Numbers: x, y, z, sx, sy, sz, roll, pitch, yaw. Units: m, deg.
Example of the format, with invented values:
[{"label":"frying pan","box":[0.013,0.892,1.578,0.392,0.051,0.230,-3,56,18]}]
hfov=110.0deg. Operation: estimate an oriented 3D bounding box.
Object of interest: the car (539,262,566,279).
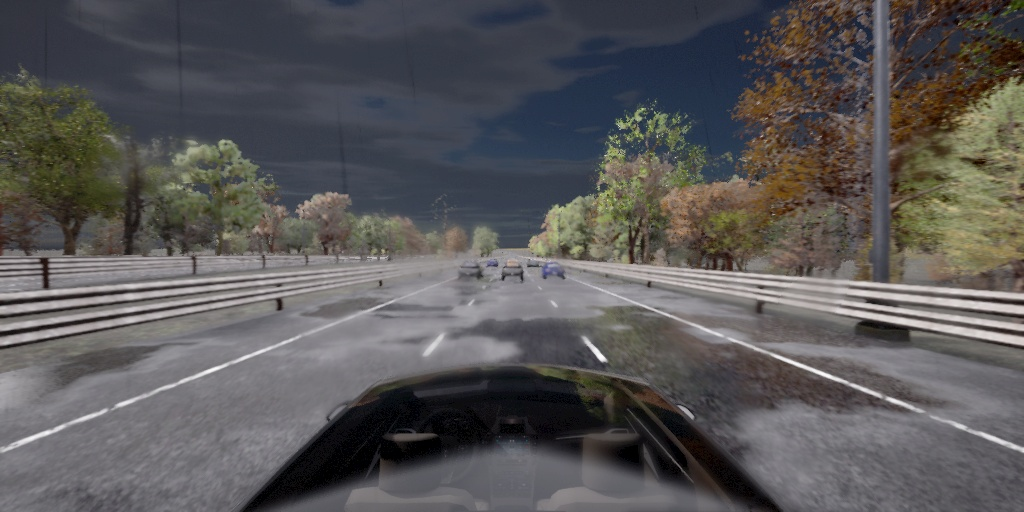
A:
[{"label":"car","box":[3.575,1.273,31.902,1.812,1.442,4.674,0,0,0]}]

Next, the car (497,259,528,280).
[{"label":"car","box":[0.074,1.242,31.275,2.128,1.511,4.902,0,0,0]}]

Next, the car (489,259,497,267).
[{"label":"car","box":[-3.379,1.274,63.664,1.812,1.442,4.674,0,0,0]}]

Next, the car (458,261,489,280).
[{"label":"car","box":[-3.430,1.242,30.865,2.128,1.511,4.902,0,0,0]}]

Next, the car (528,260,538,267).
[{"label":"car","box":[3.620,1.312,63.623,1.994,1.385,4.181,0,0,0]}]
